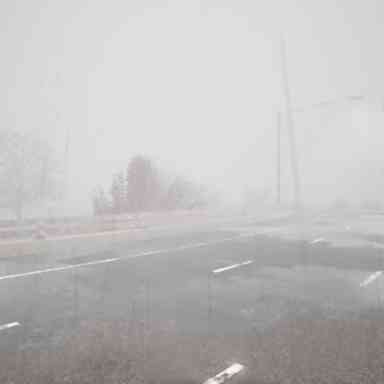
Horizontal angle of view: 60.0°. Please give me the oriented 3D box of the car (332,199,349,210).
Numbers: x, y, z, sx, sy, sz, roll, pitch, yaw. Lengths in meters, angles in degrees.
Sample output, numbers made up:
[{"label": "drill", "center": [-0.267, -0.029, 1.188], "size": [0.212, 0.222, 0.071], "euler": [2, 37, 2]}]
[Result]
[{"label": "car", "center": [21.114, 1.695, 47.273], "size": [2.128, 1.511, 4.902], "euler": [0, 0, 19]}]

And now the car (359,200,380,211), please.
[{"label": "car", "center": [23.981, 1.764, 44.956], "size": [2.033, 1.411, 5.357], "euler": [0, 0, 19]}]
